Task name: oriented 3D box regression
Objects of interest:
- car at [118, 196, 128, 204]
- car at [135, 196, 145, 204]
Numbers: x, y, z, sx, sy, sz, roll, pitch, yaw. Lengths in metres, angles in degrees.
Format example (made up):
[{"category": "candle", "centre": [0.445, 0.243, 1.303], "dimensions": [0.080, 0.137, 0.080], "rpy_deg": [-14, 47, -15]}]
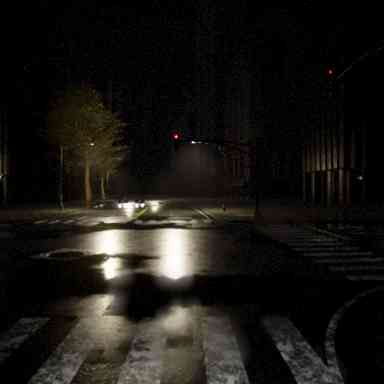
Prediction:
[{"category": "car", "centre": [-13.689, 1.524, 66.345], "dimensions": [2.128, 1.511, 4.902], "rpy_deg": [0, 0, -9]}, {"category": "car", "centre": [-10.478, 1.524, 66.843], "dimensions": [2.128, 1.511, 4.902], "rpy_deg": [0, 0, -9]}]
